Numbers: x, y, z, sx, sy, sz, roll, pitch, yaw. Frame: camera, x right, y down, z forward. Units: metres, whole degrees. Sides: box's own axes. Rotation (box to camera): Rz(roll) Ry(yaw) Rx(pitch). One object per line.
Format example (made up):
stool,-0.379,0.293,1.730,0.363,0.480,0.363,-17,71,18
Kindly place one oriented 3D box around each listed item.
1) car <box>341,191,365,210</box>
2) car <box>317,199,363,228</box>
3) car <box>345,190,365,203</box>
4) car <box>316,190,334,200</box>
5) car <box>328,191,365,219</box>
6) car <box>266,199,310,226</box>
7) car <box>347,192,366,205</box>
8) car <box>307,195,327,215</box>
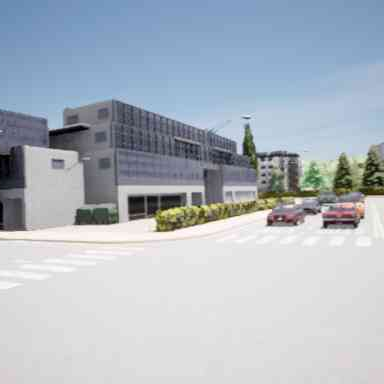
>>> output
car,17.196,0.886,35.485,2.097,1.767,4.553,-3,-1,28
car,9.086,1.370,20.181,1.895,1.301,4.718,-3,-1,28
car,25.110,0.678,51.368,2.097,1.767,4.553,-3,-1,19
car,18.082,0.802,44.684,2.150,2.045,5.566,-3,0,27
car,11.917,1.037,25.319,2.097,1.767,4.553,-3,-1,28
car,6.445,1.482,22.672,1.994,1.385,4.181,-3,-1,28
car,22.372,0.877,45.326,2.128,1.511,4.902,-3,-1,26
car,10.876,1.337,30.999,2.033,1.411,5.357,-3,-1,28
